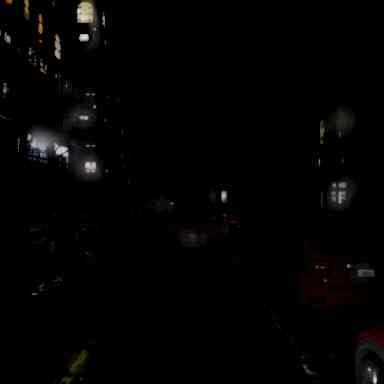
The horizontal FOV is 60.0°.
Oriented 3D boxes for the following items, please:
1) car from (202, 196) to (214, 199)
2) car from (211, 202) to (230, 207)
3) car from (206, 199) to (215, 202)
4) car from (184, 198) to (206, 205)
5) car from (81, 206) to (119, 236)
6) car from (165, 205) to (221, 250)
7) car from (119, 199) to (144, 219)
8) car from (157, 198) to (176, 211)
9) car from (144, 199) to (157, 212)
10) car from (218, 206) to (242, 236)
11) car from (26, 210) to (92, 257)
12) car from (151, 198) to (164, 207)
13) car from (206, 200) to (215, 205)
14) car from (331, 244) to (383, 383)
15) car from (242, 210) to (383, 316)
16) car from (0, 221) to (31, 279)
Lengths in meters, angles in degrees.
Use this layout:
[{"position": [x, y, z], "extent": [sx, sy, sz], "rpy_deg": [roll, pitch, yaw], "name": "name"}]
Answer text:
[{"position": [2.601, 1.717, 46.449], "extent": [1.752, 1.417, 4.829], "rpy_deg": [0, 0, 0], "name": "car"}, {"position": [2.645, 1.655, 24.123], "extent": [1.947, 1.339, 4.313], "rpy_deg": [0, 0, 0], "name": "car"}, {"position": [2.623, 1.706, 35.200], "extent": [1.947, 1.339, 4.313], "rpy_deg": [0, 0, 0], "name": "car"}, {"position": [0.019, 1.598, 30.909], "extent": [1.882, 1.535, 5.008], "rpy_deg": [0, 0, 0], "name": "car"}, {"position": [-5.724, 1.616, 18.566], "extent": [2.008, 1.369, 4.403], "rpy_deg": [0, 0, 0], "name": "car"}, {"position": [0.044, 1.528, 14.628], "extent": [1.882, 1.535, 5.008], "rpy_deg": [0, 0, 0], "name": "car"}, {"position": [-5.747, 1.554, 29.645], "extent": [1.967, 1.590, 4.097], "rpy_deg": [0, 0, 0], "name": "car"}, {"position": [-3.175, 1.525, 42.659], "extent": [2.097, 1.767, 4.553], "rpy_deg": [0, 0, 0], "name": "car"}, {"position": [-5.768, 1.605, 40.724], "extent": [1.967, 1.590, 4.097], "rpy_deg": [0, 0, 0], "name": "car"}, {"position": [2.656, 1.648, 18.583], "extent": [1.802, 1.307, 4.206], "rpy_deg": [0, 0, 0], "name": "car"}, {"position": [-5.713, 1.595, 13.028], "extent": [2.008, 1.369, 4.403], "rpy_deg": [0, 0, 0], "name": "car"}, {"position": [-5.802, 1.766, 57.173], "extent": [1.752, 1.417, 4.829], "rpy_deg": [0, 0, 0], "name": "car"}, {"position": [2.634, 1.666, 29.660], "extent": [2.008, 1.369, 4.403], "rpy_deg": [0, 0, 0], "name": "car"}, {"position": [2.690, 1.447, 1.967], "extent": [1.967, 1.590, 4.097], "rpy_deg": [0, 0, 0], "name": "car"}, {"position": [2.679, 1.340, 7.508], "extent": [2.192, 1.841, 5.009], "rpy_deg": [0, 0, 0], "name": "car"}, {"position": [-5.702, 1.590, 7.490], "extent": [1.947, 1.339, 4.313], "rpy_deg": [0, 0, 0], "name": "car"}]
